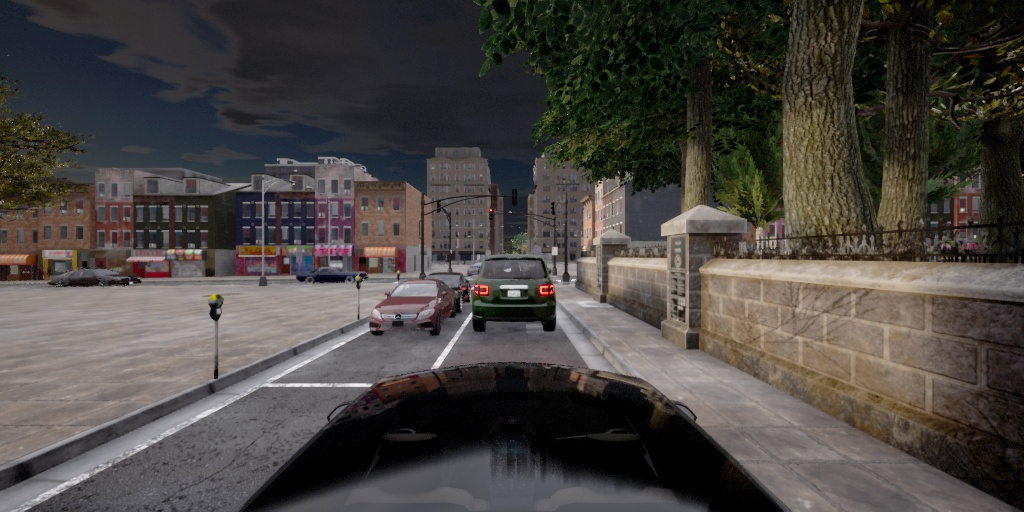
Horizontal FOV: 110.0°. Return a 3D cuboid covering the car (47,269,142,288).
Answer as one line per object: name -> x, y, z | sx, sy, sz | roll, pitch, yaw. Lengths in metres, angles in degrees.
car -> -31.228, 1.669, 26.886 | 5.357, 1.411, 2.033 | -1, 0, 0

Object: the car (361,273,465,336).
car -> -2.638, 1.331, 10.379 | 1.802, 1.307, 4.207 | 0, 0, 0

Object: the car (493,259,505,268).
car -> -2.277, 1.297, 62.518 | 1.994, 1.385, 4.181 | 0, 0, 0

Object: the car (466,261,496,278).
car -> -2.923, 1.268, 35.048 | 1.812, 1.442, 4.674 | 0, 0, 10

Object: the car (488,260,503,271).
car -> -2.288, 1.264, 49.965 | 1.812, 1.442, 4.674 | 0, 0, 0

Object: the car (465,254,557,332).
car -> 0.076, 0.971, 11.058 | 2.150, 2.045, 5.566 | 0, 0, 1

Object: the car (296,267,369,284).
car -> -13.358, 1.478, 26.942 | 4.718, 1.301, 1.895 | -1, 0, 0
